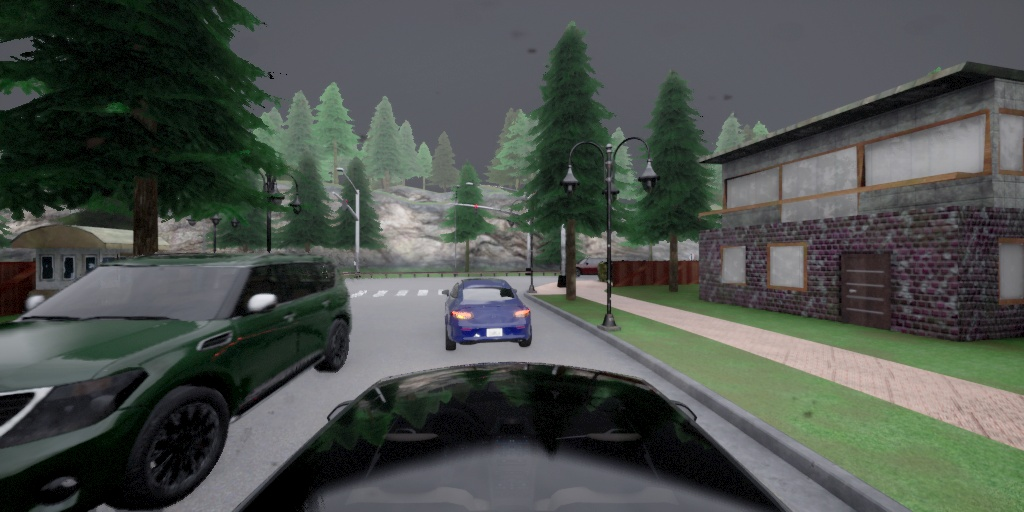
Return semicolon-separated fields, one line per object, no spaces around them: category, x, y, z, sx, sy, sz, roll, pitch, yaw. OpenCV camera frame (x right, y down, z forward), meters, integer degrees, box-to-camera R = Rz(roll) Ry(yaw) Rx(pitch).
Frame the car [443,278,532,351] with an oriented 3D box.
car;-0.755;1.275;9.016;1.812;1.442;4.674;0;0;-11

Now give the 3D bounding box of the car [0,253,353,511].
car;-3.897;0.971;4.614;2.150;2.045;5.566;0;0;-6

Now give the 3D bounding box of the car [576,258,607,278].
car;6.607;0.944;31.500;4.553;1.767;2.097;0;0;-12
